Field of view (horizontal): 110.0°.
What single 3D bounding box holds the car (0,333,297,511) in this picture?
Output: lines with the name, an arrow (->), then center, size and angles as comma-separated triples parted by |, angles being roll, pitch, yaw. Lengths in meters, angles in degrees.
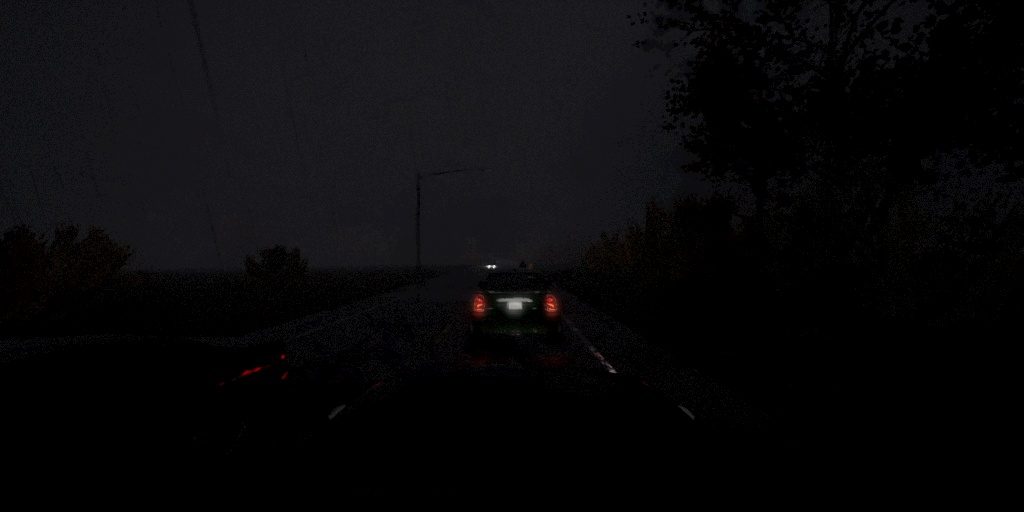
car -> -3.608, 1.297, 2.096 | 2.033, 1.411, 5.357 | 0, 0, 0

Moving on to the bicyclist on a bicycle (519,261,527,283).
bicyclist on a bicycle -> 0.823, 1.193, 27.323 | 0.582, 1.620, 1.656 | 0, 0, 0

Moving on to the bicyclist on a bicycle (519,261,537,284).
bicyclist on a bicycle -> 0.893, 1.181, 17.207 | 0.866, 1.612, 1.509 | 0, 0, 0

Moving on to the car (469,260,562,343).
car -> 0.067, 1.099, 9.862 | 2.097, 1.767, 4.553 | 0, 0, 0
